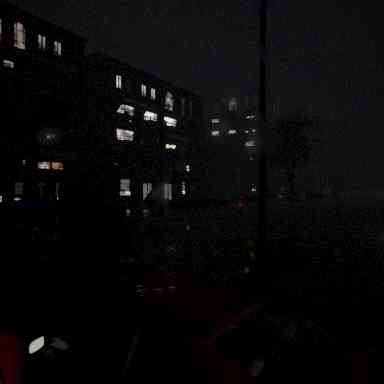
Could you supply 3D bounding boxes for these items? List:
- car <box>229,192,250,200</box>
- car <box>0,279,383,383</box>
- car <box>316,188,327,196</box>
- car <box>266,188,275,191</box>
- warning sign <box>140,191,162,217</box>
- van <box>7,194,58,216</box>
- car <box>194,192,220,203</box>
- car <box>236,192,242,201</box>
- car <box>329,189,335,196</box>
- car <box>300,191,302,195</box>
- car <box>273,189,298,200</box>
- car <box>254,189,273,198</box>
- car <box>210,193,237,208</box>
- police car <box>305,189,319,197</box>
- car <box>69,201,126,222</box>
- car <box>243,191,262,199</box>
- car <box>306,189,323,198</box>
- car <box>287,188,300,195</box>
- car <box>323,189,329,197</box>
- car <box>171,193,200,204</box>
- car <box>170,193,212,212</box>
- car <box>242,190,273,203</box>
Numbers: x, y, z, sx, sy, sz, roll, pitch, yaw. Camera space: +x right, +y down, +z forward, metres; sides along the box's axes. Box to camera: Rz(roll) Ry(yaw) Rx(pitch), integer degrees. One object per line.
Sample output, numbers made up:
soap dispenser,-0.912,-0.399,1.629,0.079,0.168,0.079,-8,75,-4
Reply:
car,8.703,0.650,60.533,1.947,1.339,4.313,2,2,35
car,-0.316,1.544,3.095,4.507,1.381,1.887,0,0,36
car,33.119,-0.033,84.768,2.097,1.767,4.553,0,1,28
car,13.187,0.357,57.029,2.150,2.045,5.566,1,1,35
warning sign,-3.057,0.851,24.823,1.300,1.860,1.060,-1,0,35
van,-13.553,1.035,28.523,1.690,1.788,3.998,2,2,35
car,2.343,0.808,51.388,2.008,1.369,4.403,2,2,35
car,7.563,0.816,48.861,1.812,1.442,4.674,1,1,35
car,34.662,0.080,83.176,1.967,1.590,4.097,2,2,35
car,27.781,0.115,87.963,1.887,1.381,4.507,2,2,35
car,15.680,0.676,55.886,1.752,1.417,4.829,2,2,35
car,15.066,0.227,69.670,2.192,1.841,5.009,2,2,35
car,2.863,1.051,37.459,2.008,1.369,4.403,2,2,35
police car,27.663,0.191,76.647,1.930,1.638,5.238,0,1,32
car,-6.676,1.329,23.745,1.947,1.339,4.313,2,2,35
car,11.786,0.526,64.963,1.752,1.417,4.829,2,2,35
car,25.122,0.446,69.464,2.008,1.369,4.403,2,2,35
car,24.604,-0.029,83.385,2.192,1.841,5.009,2,2,35
car,28.301,0.361,74.034,2.008,1.369,4.403,2,2,35
car,-0.836,0.910,46.816,1.947,1.339,4.313,2,2,35
car,-0.317,1.132,32.887,1.887,1.381,4.507,2,2,35
car,9.223,0.877,46.603,2.008,1.369,4.403,2,2,35
